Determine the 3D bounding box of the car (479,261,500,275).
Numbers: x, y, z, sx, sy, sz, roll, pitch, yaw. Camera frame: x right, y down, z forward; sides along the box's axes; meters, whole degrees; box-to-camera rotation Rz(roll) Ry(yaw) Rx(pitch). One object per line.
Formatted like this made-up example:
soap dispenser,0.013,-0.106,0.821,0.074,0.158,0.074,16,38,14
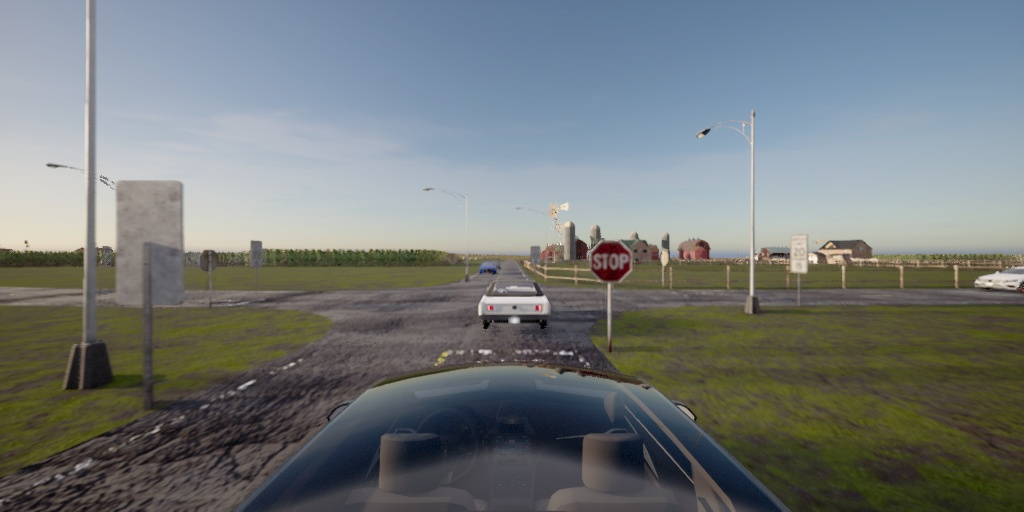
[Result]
car,-2.829,1.415,42.802,1.882,1.535,5.008,0,0,0

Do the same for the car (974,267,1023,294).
car,29.282,1.323,20.310,4.674,1.442,1.812,0,0,-2

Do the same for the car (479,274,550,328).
car,0.078,1.402,11.519,1.895,1.301,4.718,0,-1,0
